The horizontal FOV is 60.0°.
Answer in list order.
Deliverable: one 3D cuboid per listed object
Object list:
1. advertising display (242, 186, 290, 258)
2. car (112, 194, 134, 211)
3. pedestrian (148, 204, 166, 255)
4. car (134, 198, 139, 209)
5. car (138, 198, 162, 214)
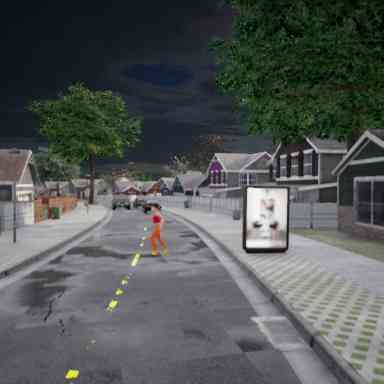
[{"bbox_3d":[2.530,1.021,11.401,1.540,2.440,0.280,1,1,-4],"label":"advertising display"},{"bbox_3d":[-9.239,1.318,43.312,2.150,2.045,5.566,0,0,-16],"label":"car"},{"bbox_3d":[-1.242,1.294,11.725,0.375,1.860,0.375,-1,1,-15],"label":"pedestrian"},{"bbox_3d":[-7.440,1.604,47.733,1.837,1.490,4.892,0,0,-18],"label":"car"},{"bbox_3d":[-4.503,1.532,36.712,1.882,1.535,5.008,0,0,-13],"label":"car"}]
